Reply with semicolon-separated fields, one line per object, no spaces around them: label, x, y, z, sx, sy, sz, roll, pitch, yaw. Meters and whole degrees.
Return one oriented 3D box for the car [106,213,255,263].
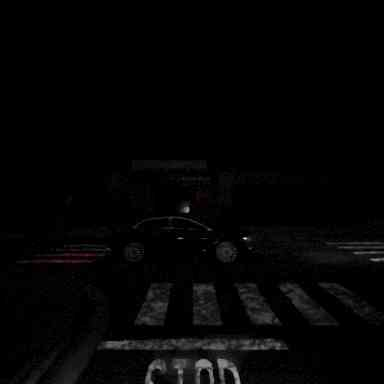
car;-0.394;1.477;11.218;4.902;1.511;2.128;0;0;0

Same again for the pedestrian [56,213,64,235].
pedestrian;-6.796;1.656;17.125;0.500;1.100;0.500;0;0;0
